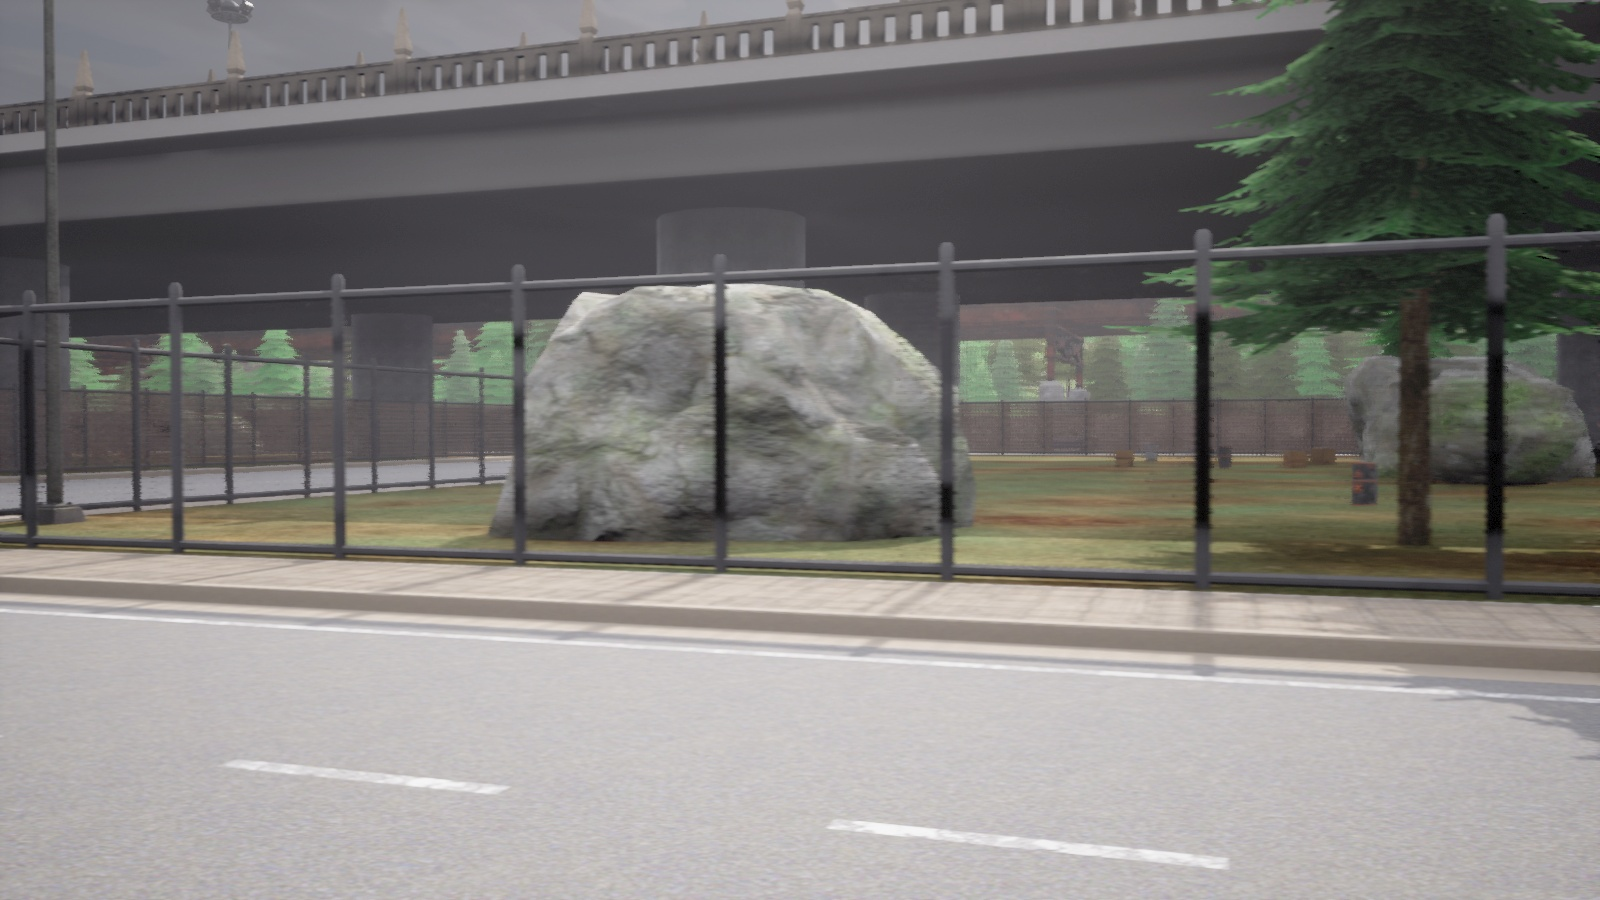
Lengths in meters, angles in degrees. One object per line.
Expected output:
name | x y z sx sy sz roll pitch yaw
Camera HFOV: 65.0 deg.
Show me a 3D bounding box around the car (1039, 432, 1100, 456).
car | 17.635 -0.390 82.262 3.705 1.549 1.789 1 1 19
